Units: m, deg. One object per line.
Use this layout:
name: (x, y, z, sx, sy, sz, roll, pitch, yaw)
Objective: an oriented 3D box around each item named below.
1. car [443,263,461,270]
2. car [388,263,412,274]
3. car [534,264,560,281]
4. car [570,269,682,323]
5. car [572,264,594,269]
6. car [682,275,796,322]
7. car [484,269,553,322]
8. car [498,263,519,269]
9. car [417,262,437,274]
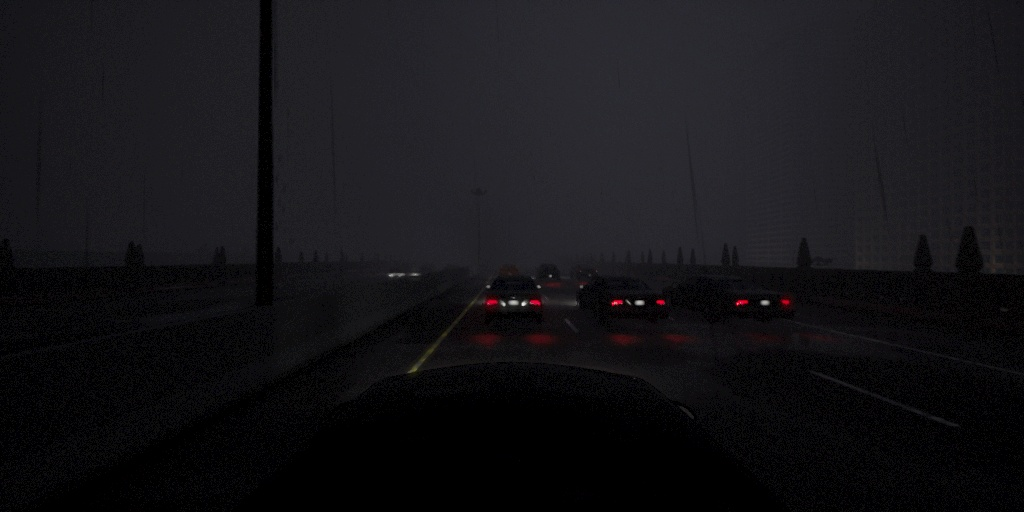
car: (-7.880, 1.637, 47.366, 1.895, 1.301, 4.718, 0, 0, -1)
car: (-14.898, 1.588, 48.063, 2.033, 1.411, 5.357, 0, 0, -1)
car: (3.212, 1.449, 32.780, 1.837, 1.490, 4.892, 0, 0, -1)
car: (3.554, 1.365, 12.478, 2.033, 1.411, 5.357, 0, 0, 0)
car: (6.688, 1.475, 33.536, 1.812, 1.442, 4.674, 0, 0, -2)
car: (7.054, 1.365, 12.493, 2.033, 1.411, 5.357, 0, 0, 0)
car: (0.055, 1.365, 12.483, 2.033, 1.411, 5.357, 0, 0, 0)
car: (-0.320, 1.430, 34.018, 1.882, 1.535, 5.008, 0, 0, -1)
car: (-11.399, 1.566, 48.126, 1.812, 1.442, 4.674, 0, 0, -1)
